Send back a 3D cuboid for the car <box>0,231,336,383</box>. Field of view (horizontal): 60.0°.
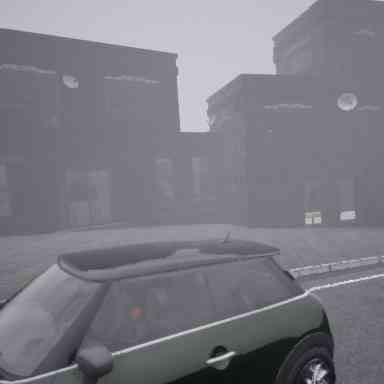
[{"bbox_3d":[-0.767,1.347,3.115,4.553,1.767,2.097,0,0,-33],"label":"car"}]
